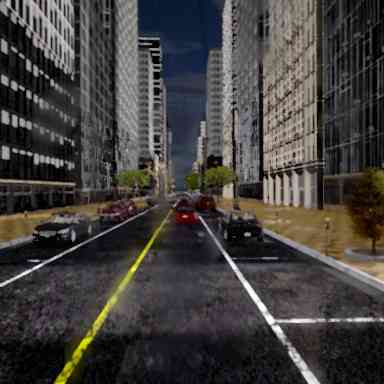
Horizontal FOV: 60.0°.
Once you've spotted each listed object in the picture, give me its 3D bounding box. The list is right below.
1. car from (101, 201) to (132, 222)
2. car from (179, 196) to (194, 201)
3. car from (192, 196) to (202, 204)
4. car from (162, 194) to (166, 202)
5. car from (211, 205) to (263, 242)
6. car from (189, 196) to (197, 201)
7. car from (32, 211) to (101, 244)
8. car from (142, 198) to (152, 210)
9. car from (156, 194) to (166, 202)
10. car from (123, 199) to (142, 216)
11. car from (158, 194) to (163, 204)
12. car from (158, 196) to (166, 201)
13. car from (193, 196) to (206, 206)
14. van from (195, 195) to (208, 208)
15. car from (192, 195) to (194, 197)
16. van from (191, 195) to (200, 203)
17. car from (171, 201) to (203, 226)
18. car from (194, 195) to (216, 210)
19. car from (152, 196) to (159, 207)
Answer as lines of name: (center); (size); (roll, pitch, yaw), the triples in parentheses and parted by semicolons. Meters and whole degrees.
car: (-6.387, 1.671, 27.404); (1.802, 1.307, 4.206); (-1, 0, -1)
car: (-0.952, 1.609, 41.161); (1.812, 1.442, 4.674); (0, 0, -1)
car: (0.947, 1.559, 67.396); (1.967, 1.590, 4.097); (-1, 0, -1)
car: (-7.727, 1.628, 78.540); (1.967, 1.590, 4.097); (-1, 0, -1)
car: (2.288, 1.569, 16.260); (2.008, 1.369, 4.403); (-1, 0, -1)
car: (0.354, 1.711, 90.123); (2.008, 1.369, 4.403); (-1, 0, -1)
car: (-6.090, 1.617, 16.041); (2.008, 1.369, 4.403); (-1, 0, -1)
car: (-6.829, 1.648, 44.280); (1.752, 1.417, 4.829); (-1, 0, -1)
car: (-7.878, 1.513, 84.222); (2.192, 1.841, 5.009); (-1, 0, -1)
car: (-6.538, 1.541, 33.086); (1.967, 1.590, 4.097); (-1, 0, -1)
car: (-7.429, 1.718, 67.177); (2.008, 1.369, 4.403); (-1, 0, -1)
car: (-8.024, 1.790, 89.904); (1.802, 1.307, 4.206); (-1, 0, -1)
car: (1.245, 1.538, 56.033); (1.967, 1.590, 4.097); (-1, 0, -1)
van: (1.392, 1.428, 50.351); (1.690, 1.788, 3.998); (-1, 0, -1)
car: (1.540, 1.391, 44.670); (2.192, 1.841, 5.009); (-1, 0, -1)
van: (0.797, 1.471, 73.078); (1.690, 1.788, 3.998); (-1, 0, -1)
car: (-0.512, 1.613, 24.193); (1.994, 1.385, 4.181); (0, 0, -1)
car: (1.689, 1.380, 38.988); (2.192, 1.841, 5.009); (-1, 0, -1)
car: (-7.131, 1.711, 55.813); (1.947, 1.339, 4.313); (-1, 0, -1)
